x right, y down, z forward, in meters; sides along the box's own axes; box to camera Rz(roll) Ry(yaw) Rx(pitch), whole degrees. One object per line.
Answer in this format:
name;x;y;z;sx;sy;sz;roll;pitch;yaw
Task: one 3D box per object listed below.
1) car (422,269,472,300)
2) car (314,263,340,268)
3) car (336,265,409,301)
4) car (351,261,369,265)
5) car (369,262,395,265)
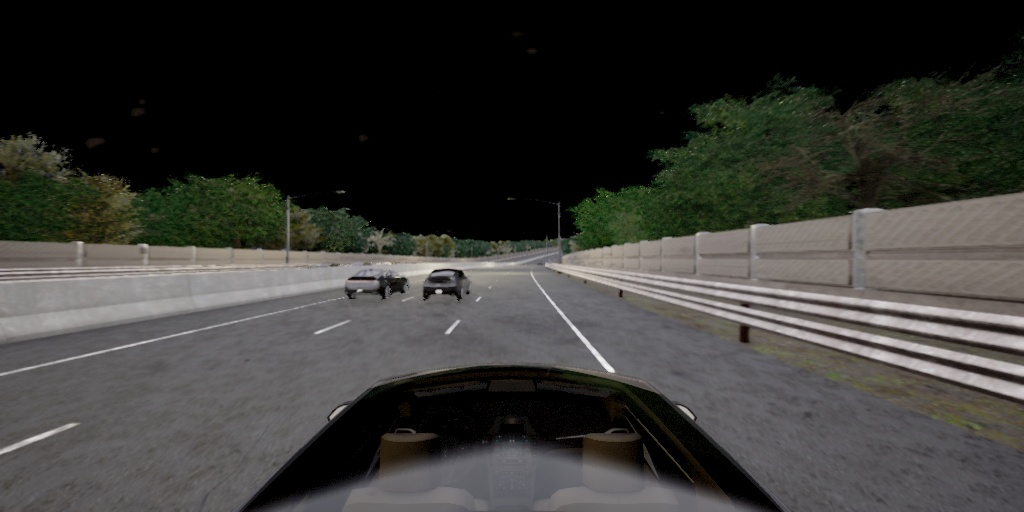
car;-3.274;1.397;18.640;1.837;1.490;4.892;0;-1;1
car;-23.754;1.636;46.213;1.837;1.490;4.892;0;0;2
car;-6.777;1.379;18.454;2.128;1.511;4.902;0;-1;1
car;-20.191;1.506;47.653;2.097;1.767;4.553;0;-1;3
car;-16.689;1.638;47.654;1.882;1.535;5.008;0;-1;3
